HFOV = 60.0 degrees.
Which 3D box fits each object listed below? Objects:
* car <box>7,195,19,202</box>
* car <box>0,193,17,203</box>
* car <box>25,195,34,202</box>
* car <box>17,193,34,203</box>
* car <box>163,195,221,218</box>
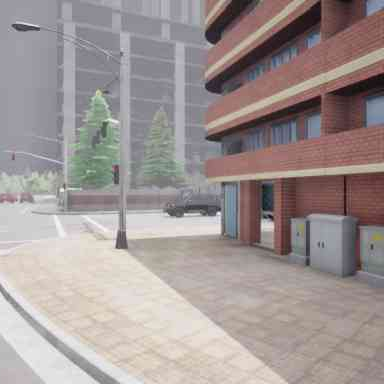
[{"bbox_3d":[-42.107,1.540,78.274,2.033,1.411,5.357,0,0,-23],"label":"car"},{"bbox_3d":[-37.966,1.225,68.479,2.150,2.045,5.566,0,0,-23],"label":"car"},{"bbox_3d":[-38.721,1.524,79.253,1.812,1.442,4.674,0,0,-23],"label":"car"},{"bbox_3d":[-34.599,1.225,69.503,2.150,2.045,5.566,0,0,-23],"label":"car"},{"bbox_3d":[0.124,1.277,31.329,5.566,2.045,2.150,0,0,-22],"label":"car"}]
